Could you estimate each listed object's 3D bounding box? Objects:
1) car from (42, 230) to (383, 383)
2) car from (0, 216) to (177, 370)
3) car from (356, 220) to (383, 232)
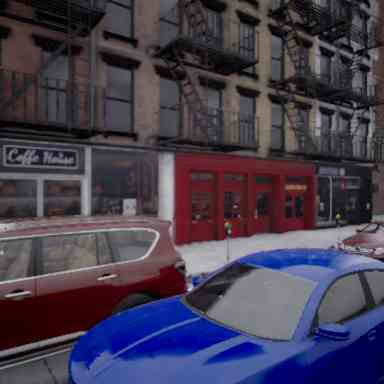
[{"bbox_3d":[1.164,1.478,3.897,5.008,1.535,1.882,0,0,-35],"label":"car"},{"bbox_3d":[-2.362,1.315,4.512,5.009,1.841,2.192,0,0,-35],"label":"car"},{"bbox_3d":[6.446,1.584,10.784,4.206,1.307,1.802,0,0,-35],"label":"car"}]
